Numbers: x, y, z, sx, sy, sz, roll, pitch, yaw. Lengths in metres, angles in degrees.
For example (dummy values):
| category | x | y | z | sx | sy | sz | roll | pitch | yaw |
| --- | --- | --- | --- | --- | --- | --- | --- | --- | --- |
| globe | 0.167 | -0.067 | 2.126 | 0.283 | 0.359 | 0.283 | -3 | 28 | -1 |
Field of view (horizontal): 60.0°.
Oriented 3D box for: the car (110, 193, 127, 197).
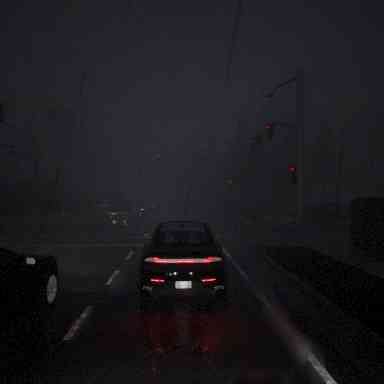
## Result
| category | x | y | z | sx | sy | sz | roll | pitch | yaw |
| --- | --- | --- | --- | --- | --- | --- | --- | --- | --- |
| car | -11.564 | 1.223 | 52.234 | 2.150 | 2.045 | 5.566 | 0 | 0 | -1 |

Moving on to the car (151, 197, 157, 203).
| category | x | y | z | sx | sy | sz | roll | pitch | yaw |
| --- | --- | --- | --- | --- | --- | --- | --- | --- | --- |
| car | -8.245 | 1.601 | 67.965 | 1.895 | 1.301 | 4.718 | 0 | 0 | -1 |

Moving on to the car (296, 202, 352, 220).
| category | x | y | z | sx | sy | sz | roll | pitch | yaw |
| --- | --- | --- | --- | --- | --- | --- | --- | --- | --- |
| car | 11.396 | 1.547 | 27.232 | 5.357 | 1.411 | 2.033 | 0 | 0 | 0 |

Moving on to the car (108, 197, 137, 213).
| category | x | y | z | sx | sy | sz | roll | pitch | yaw |
| --- | --- | --- | --- | --- | --- | --- | --- | --- | --- |
| car | -7.836 | 1.564 | 37.522 | 1.994 | 1.385 | 4.181 | 0 | 0 | -1 |

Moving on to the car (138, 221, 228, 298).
| category | x | y | z | sx | sy | sz | roll | pitch | yaw |
| --- | --- | --- | --- | --- | --- | --- | --- | --- | --- |
| car | -0.245 | 1.492 | 8.539 | 2.128 | 1.511 | 4.902 | 0 | 0 | -2 |

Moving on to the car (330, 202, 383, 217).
| category | x | y | z | sx | sy | sz | roll | pitch | yaw |
| --- | --- | --- | --- | --- | --- | --- | --- | --- | --- |
| car | 15.468 | 1.601 | 30.696 | 4.718 | 1.301 | 1.895 | 0 | 0 | 0 |

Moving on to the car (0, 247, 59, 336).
| category | x | y | z | sx | sy | sz | roll | pitch | yaw |
| --- | --- | --- | --- | --- | --- | --- | --- | --- | --- |
| car | -3.612 | 1.478 | 4.875 | 1.882 | 1.535 | 5.008 | 0 | 0 | -2 |

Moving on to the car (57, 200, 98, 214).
| category | x | y | z | sx | sy | sz | roll | pitch | yaw |
| --- | --- | --- | --- | --- | --- | --- | --- | --- | --- |
| car | -12.254 | 1.547 | 36.105 | 2.033 | 1.411 | 5.357 | 0 | 0 | 16 |

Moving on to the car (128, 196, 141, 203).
| category | x | y | z | sx | sy | sz | roll | pitch | yaw |
| --- | --- | --- | --- | --- | --- | --- | --- | --- | --- |
| car | -11.754 | 1.503 | 68.426 | 1.837 | 1.490 | 4.892 | 0 | 0 | -1 |

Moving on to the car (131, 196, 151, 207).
| category | x | y | z | sx | sy | sz | roll | pitch | yaw |
| --- | --- | --- | --- | --- | --- | --- | --- | --- | --- |
| car | -8.043 | 1.492 | 50.863 | 2.128 | 1.511 | 4.902 | 0 | 0 | -1 |
